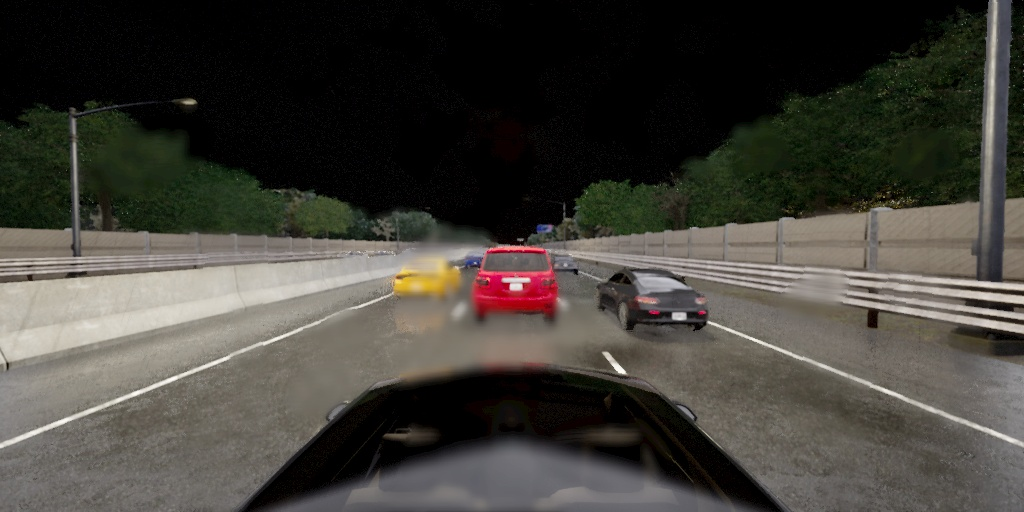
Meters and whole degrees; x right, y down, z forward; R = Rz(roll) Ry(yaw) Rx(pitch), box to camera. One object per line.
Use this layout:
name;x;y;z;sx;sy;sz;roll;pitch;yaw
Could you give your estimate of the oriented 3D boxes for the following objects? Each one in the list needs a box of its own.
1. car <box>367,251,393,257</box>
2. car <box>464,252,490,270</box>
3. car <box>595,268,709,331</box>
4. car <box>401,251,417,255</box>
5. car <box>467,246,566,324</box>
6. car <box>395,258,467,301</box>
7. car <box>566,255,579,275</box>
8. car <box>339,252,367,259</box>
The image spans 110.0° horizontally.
car;-17.200;0.086;47.825;1.994;1.385;4.181;0;2;1
car;-3.149;0.383;33.440;1.882;1.535;5.008;0;1;1
car;3.614;1.056;9.960;1.812;1.442;4.674;0;2;1
car;-13.703;0.051;47.723;1.812;1.442;4.674;0;2;1
car;0.135;0.726;11.019;2.150;2.045;5.566;0;2;1
car;-3.314;0.874;15.011;1.882;1.535;5.008;0;2;1
car;3.775;0.624;27.051;2.033;1.411;5.357;0;2;1
car;-20.711;0.150;46.825;1.895;1.301;4.718;0;2;1
